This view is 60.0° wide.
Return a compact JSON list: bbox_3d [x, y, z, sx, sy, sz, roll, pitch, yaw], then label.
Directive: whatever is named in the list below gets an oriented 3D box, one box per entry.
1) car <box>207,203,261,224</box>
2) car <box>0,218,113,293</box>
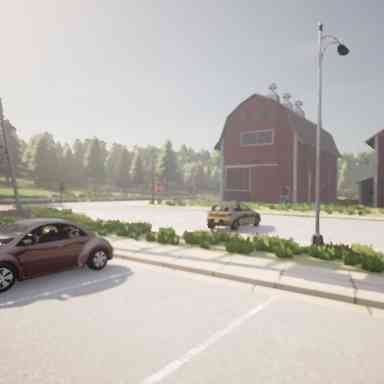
[{"bbox_3d":[2.519,1.358,19.592,1.816,1.474,4.193,1,1,36],"label":"car"},{"bbox_3d":[-3.966,1.393,8.417,1.784,1.438,3.905,1,1,36],"label":"car"}]
